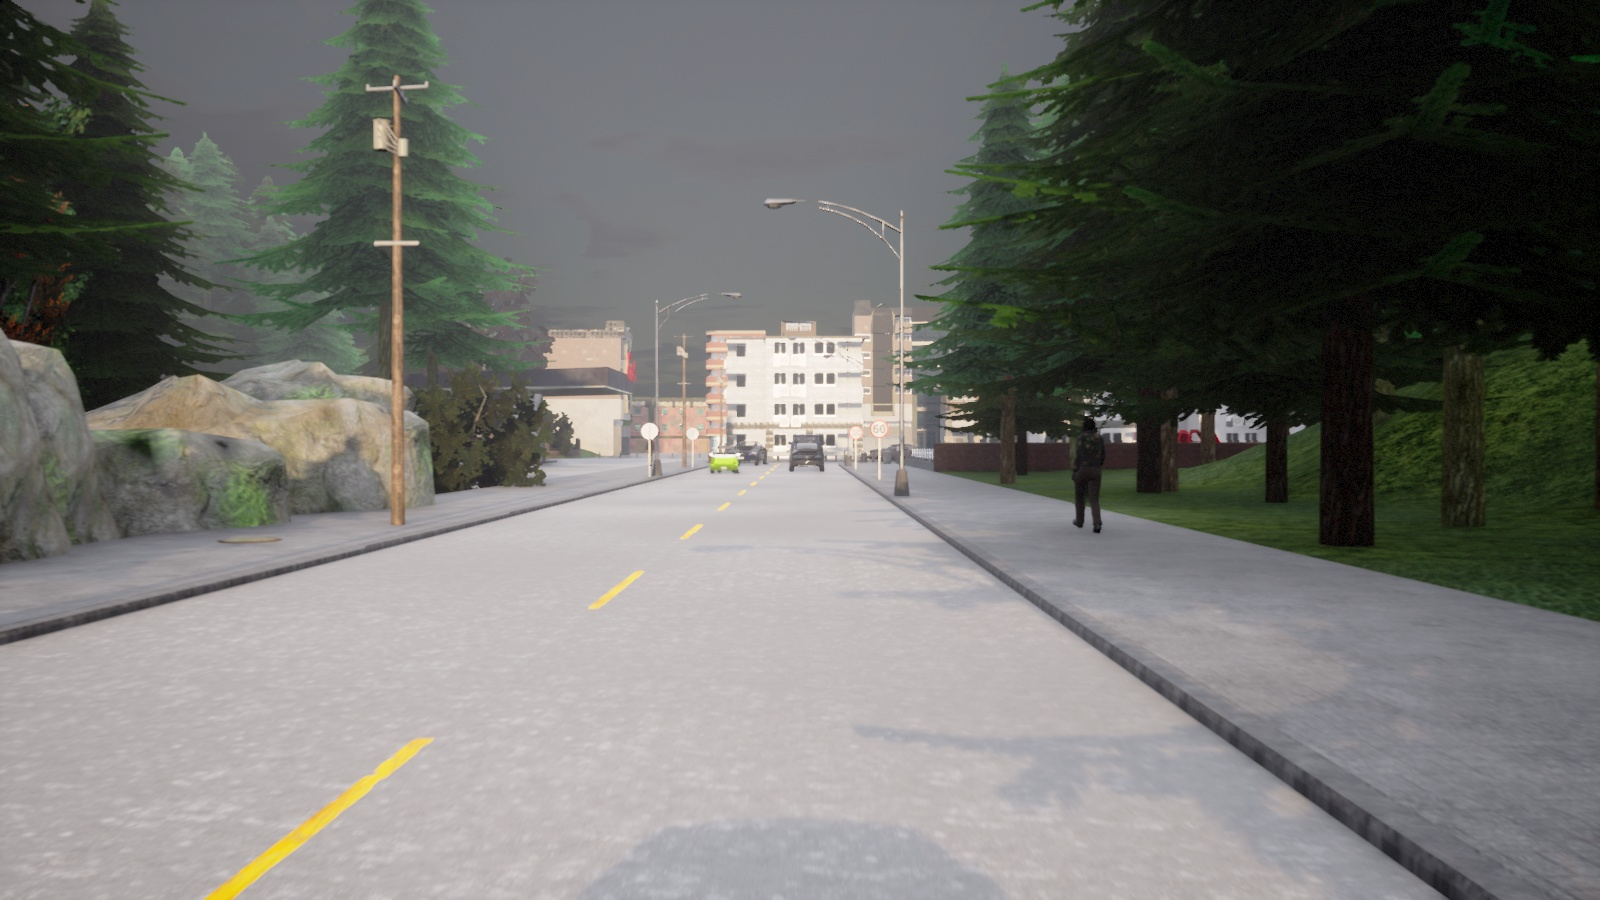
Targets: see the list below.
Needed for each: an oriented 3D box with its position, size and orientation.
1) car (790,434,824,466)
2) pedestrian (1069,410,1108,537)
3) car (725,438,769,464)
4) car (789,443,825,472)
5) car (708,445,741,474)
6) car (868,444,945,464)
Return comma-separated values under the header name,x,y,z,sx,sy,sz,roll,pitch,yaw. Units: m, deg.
name,x,y,z,sx,sy,sz,roll,pitch,yaw
car,0.433,0.001,82.457,2.150,2.045,5.566,0,0,0
pedestrian,4.455,0.350,19.409,0.395,1.930,0.692,0,0,-4
car,-3.529,0.047,84.440,2.152,1.651,5.027,0,0,8
car,0.366,0.372,67.356,1.837,1.490,4.892,0,0,0
car,-3.661,0.452,61.225,1.481,1.376,2.207,0,0,0
car,7.851,0.278,92.783,5.357,1.411,2.033,0,0,-13
